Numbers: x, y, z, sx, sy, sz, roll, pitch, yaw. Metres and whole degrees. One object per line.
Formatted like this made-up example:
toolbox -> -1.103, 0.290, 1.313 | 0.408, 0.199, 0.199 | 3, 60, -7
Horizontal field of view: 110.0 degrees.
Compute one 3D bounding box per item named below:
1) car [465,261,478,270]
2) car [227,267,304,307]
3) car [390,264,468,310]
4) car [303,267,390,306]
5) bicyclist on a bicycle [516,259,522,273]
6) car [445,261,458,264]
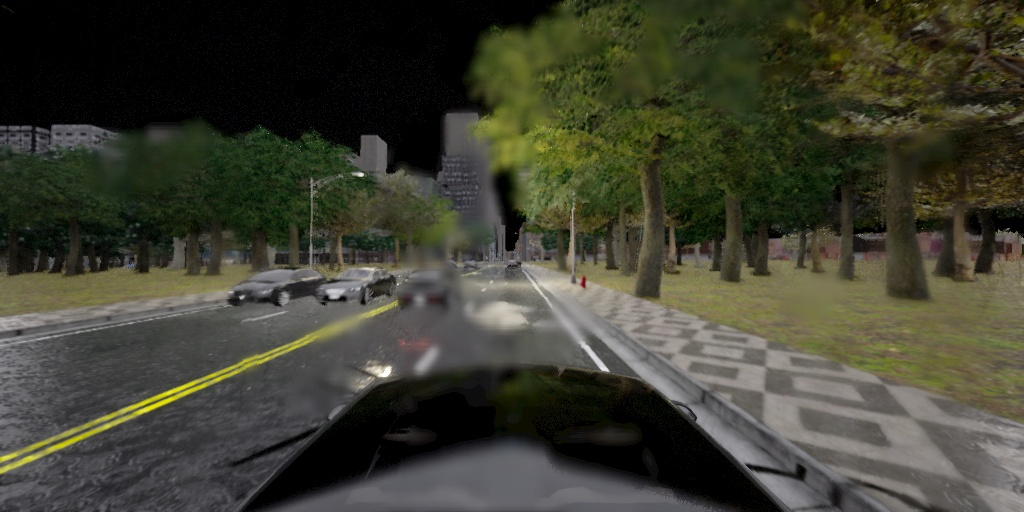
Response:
car -> -6.510, 1.464, 57.159 | 2.033, 1.411, 5.357 | 0, 0, 1
car -> -9.841, 1.265, 15.539 | 1.837, 1.490, 4.892 | 0, 0, 0
car -> -3.143, 1.263, 14.662 | 1.837, 1.490, 4.892 | 0, 0, 0
car -> -6.591, 1.252, 15.771 | 2.128, 1.511, 4.902 | 0, 0, 0
bicyclist on a bicycle -> 0.916, 1.216, 42.973 | 0.659, 1.776, 1.843 | 0, 0, 0
car -> -9.760, 1.464, 57.162 | 2.033, 1.411, 5.357 | 0, 0, 1
